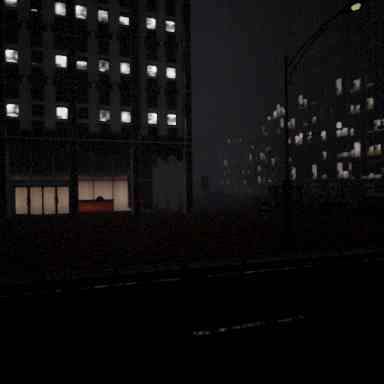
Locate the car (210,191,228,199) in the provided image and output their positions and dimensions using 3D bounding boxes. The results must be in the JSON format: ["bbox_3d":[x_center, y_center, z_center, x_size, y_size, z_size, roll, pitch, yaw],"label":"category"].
[{"bbox_3d":[5.932,0.618,74.961,2.192,1.841,5.009,0,1,-20],"label":"car"}]

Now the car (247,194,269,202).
[{"bbox_3d":[11.636,1.044,58.895,1.802,1.307,4.206,0,1,-20],"label":"car"}]

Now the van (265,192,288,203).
[{"bbox_3d":[13.535,0.855,53.536,1.690,1.788,3.998,0,1,-20],"label":"van"}]

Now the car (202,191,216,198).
[{"bbox_3d":[4.032,0.690,80.319,1.967,1.590,4.097,0,1,-20],"label":"car"}]

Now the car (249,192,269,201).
[{"bbox_3d":[10.094,1.141,45.927,1.882,1.535,5.008,-1,1,-19],"label":"car"}]

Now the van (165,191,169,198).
[{"bbox_3d":[-5.766,0.676,82.873,1.690,1.788,3.998,0,1,-20],"label":"van"}]

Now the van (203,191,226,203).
[{"bbox_3d":[3.738,0.941,56.091,1.690,1.788,3.998,0,1,-20],"label":"van"}]

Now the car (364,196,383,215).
[{"bbox_3d":[16.409,1.184,28.101,2.097,1.767,4.553,-1,1,-20],"label":"car"}]

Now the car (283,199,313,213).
[{"bbox_3d":[11.235,1.388,34.634,1.802,1.307,4.206,0,1,-20],"label":"car"}]

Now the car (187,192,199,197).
[{"bbox_3d":[0.231,0.695,91.032,2.008,1.369,4.403,0,1,-20],"label":"car"}]

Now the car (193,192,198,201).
[{"bbox_3d":[-0.064,1.045,66.807,2.008,1.369,4.403,0,1,-20],"label":"car"}]

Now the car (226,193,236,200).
[{"bbox_3d":[7.834,0.938,69.608,1.802,1.307,4.206,0,1,-20],"label":"car"}]

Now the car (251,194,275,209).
[{"bbox_3d":[9.389,1.320,40.009,1.947,1.339,4.313,0,1,-20],"label":"car"}]

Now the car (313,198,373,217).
[{"bbox_3d":[13.119,1.423,29.269,1.947,1.339,4.313,0,1,-20],"label":"car"}]
